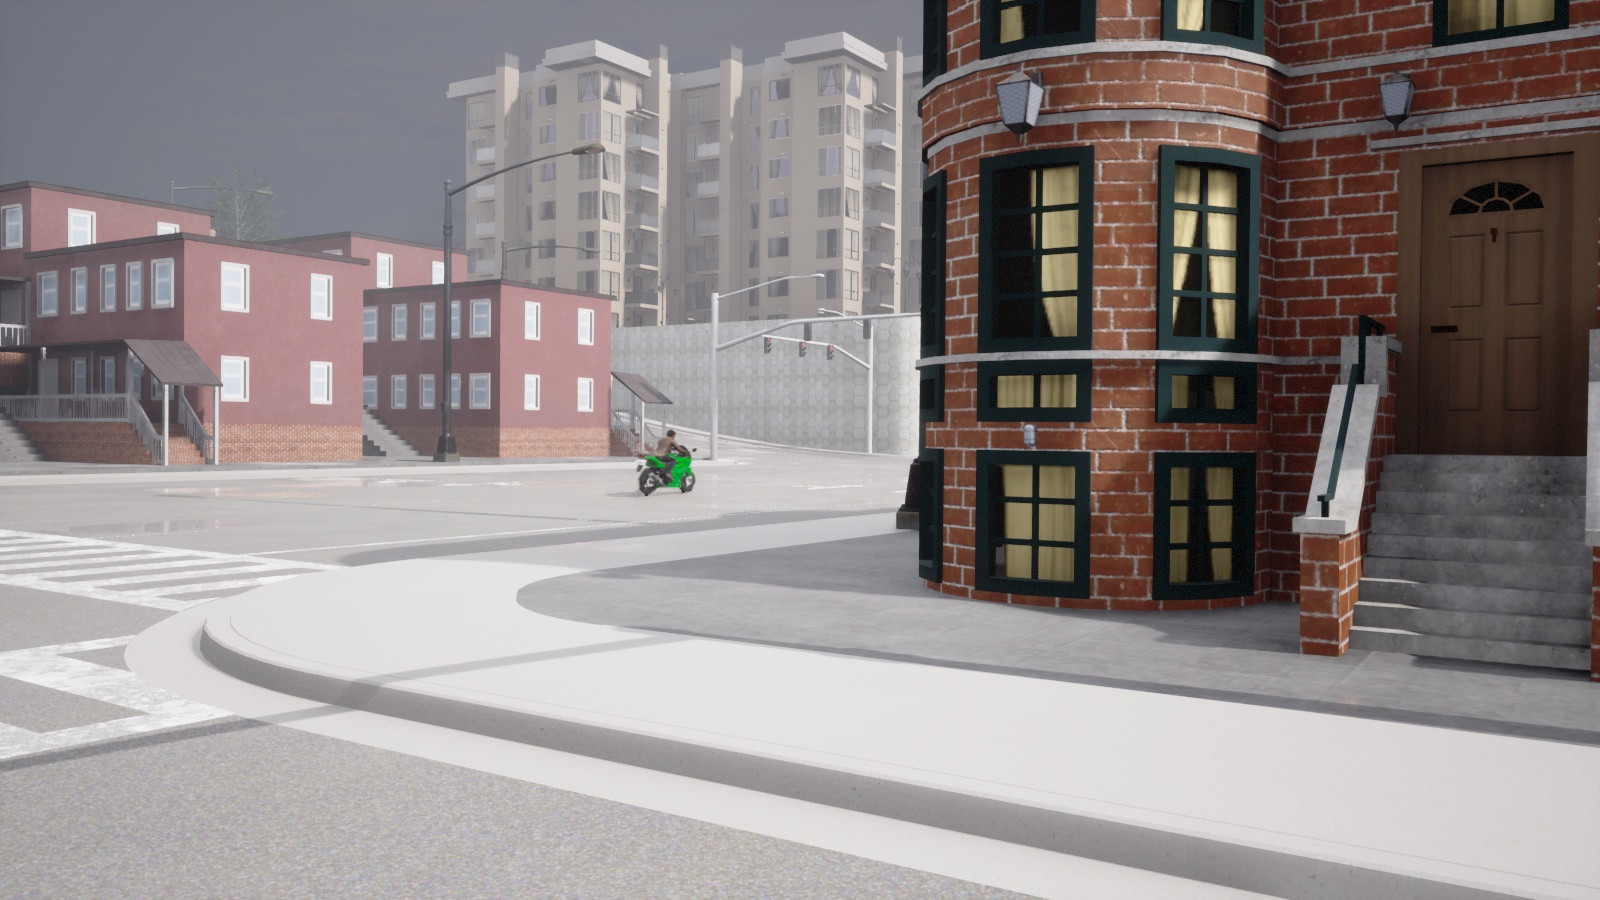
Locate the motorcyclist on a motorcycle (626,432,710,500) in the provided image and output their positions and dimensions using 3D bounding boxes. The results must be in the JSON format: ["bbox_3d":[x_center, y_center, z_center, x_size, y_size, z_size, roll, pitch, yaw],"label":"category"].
[{"bbox_3d":[-3.028,0.344,29.047,0.797,1.523,2.044,0,1,34],"label":"motorcyclist on a motorcycle"}]
